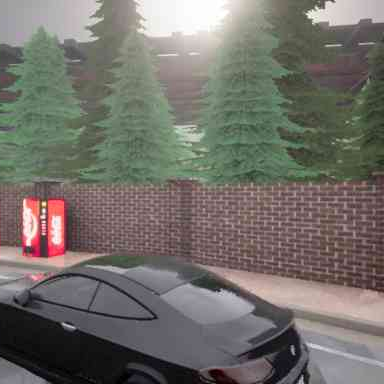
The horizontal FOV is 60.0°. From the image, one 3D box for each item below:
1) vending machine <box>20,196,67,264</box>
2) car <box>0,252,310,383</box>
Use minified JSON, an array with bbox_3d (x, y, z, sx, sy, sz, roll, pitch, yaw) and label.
[{"bbox_3d":[-4.924,1.195,11.076,0.880,2.100,1.100,0,0,23],"label":"vending machine"},{"bbox_3d":[-0.977,1.525,4.209,4.674,1.442,1.812,0,0,34],"label":"car"}]
